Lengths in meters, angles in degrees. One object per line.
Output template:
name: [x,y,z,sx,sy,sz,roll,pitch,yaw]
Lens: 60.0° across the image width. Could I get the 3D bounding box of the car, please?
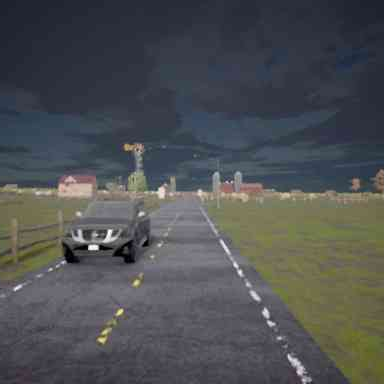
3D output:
car: [-2.845,1.249,12.380,2.150,2.045,5.566,0,0,0]
